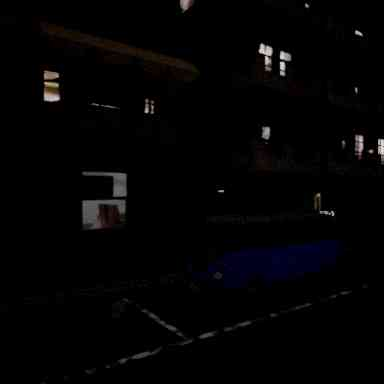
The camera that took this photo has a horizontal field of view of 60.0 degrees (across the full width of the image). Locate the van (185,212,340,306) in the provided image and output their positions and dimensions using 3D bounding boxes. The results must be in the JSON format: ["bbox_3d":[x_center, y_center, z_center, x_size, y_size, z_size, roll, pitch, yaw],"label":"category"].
[{"bbox_3d":[1.761,1.383,7.819,3.998,1.788,1.690,0,-1,-35],"label":"van"}]
